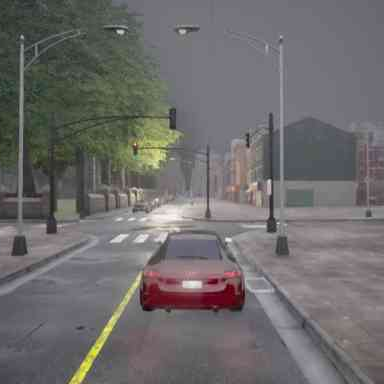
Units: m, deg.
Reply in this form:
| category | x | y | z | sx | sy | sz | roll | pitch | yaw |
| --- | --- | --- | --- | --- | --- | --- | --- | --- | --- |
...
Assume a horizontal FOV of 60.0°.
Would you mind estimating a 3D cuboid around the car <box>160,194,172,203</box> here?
| category | x | y | z | sx | sy | sz | roll | pitch | yaw |
| --- | --- | --- | --- | --- | --- | --- | --- | --- | --- |
| car | -5.702 | 1.414 | 65.764 | 2.192 | 1.841 | 5.009 | 1 | 0 | 0 |

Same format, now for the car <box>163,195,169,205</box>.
| category | x | y | z | sx | sy | sz | roll | pitch | yaw |
| --- | --- | --- | --- | --- | --- | --- | --- | --- | --- |
| car | -5.664 | 1.663 | 60.313 | 1.802 | 1.307 | 4.206 | 1 | 0 | 0 |

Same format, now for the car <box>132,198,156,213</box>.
| category | x | y | z | sx | sy | sz | roll | pitch | yaw |
| --- | --- | --- | --- | --- | --- | --- | --- | --- | --- |
| car | -5.505 | 1.580 | 36.827 | 2.008 | 1.369 | 4.403 | 1 | 0 | 0 |

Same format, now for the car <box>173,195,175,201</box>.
| category | x | y | z | sx | sy | sz | roll | pitch | yaw |
| --- | --- | --- | --- | --- | --- | --- | --- | --- | --- |
| car | -5.834 | 1.609 | 82.113 | 1.967 | 1.590 | 4.097 | 1 | 0 | 0 |

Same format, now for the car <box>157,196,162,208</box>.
| category | x | y | z | sx | sy | sz | roll | pitch | yaw |
| --- | --- | --- | --- | --- | --- | --- | --- | --- | --- |
| car | -5.534 | 1.592 | 43.963 | 2.008 | 1.369 | 4.403 | 1 | 0 | 0 |

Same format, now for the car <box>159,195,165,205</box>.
| category | x | y | z | sx | sy | sz | roll | pitch | yaw |
| --- | --- | --- | --- | --- | --- | --- | --- | --- | --- |
| car | -5.578 | 1.618 | 49.413 | 1.947 | 1.339 | 4.313 | 1 | 0 | 0 |

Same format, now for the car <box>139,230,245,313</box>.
| category | x | y | z | sx | sy | sz | roll | pitch | yaw |
| --- | --- | --- | --- | --- | --- | --- | --- | --- | --- |
| car | 0.021 | 1.567 | 7.744 | 1.994 | 1.385 | 4.181 | 0 | 0 | 1 |
